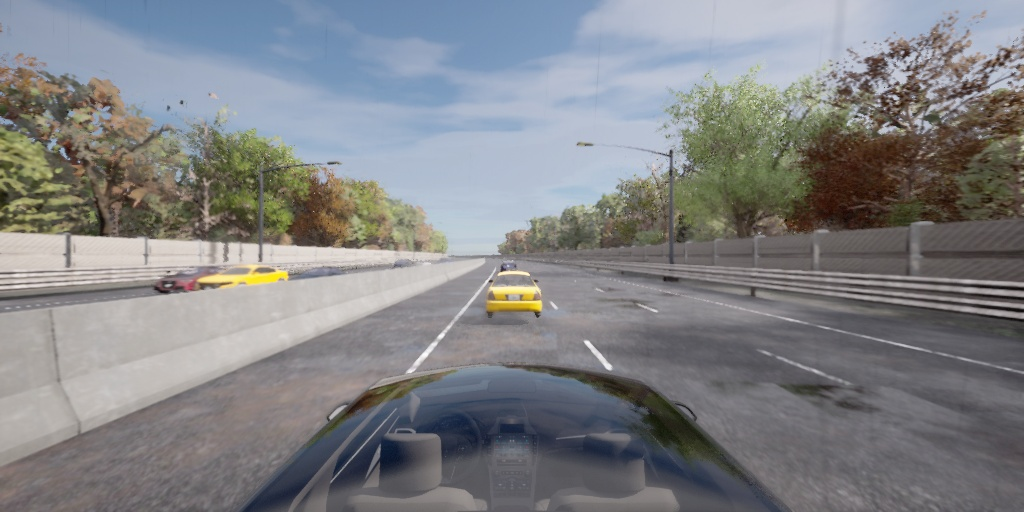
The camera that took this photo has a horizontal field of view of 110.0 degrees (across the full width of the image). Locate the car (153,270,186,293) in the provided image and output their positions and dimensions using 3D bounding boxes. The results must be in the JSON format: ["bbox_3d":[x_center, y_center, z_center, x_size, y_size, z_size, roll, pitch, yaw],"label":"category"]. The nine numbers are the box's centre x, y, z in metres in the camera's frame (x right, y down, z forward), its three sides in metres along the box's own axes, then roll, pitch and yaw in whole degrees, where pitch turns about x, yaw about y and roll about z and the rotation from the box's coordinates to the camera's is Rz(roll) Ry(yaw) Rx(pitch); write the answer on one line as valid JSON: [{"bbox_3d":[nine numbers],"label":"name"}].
[{"bbox_3d":[-17.712,1.323,20.456,1.994,1.385,4.181,0,0,-1],"label":"car"}]

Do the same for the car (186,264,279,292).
[{"bbox_3d":[-14.199,1.236,19.240,1.882,1.535,5.008,0,0,-1],"label":"car"}]

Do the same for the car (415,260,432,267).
[{"bbox_3d":[-15.042,1.368,61.022,1.895,1.301,4.718,0,0,-1],"label":"car"}]

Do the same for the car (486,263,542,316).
[{"bbox_3d":[0.051,1.210,13.238,1.801,1.575,5.366,0,0,0],"label":"car"}]

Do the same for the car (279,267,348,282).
[{"bbox_3d":[-10.710,1.322,20.246,1.994,1.385,4.181,0,0,-1],"label":"car"}]

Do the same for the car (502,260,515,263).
[{"bbox_3d":[-0.441,1.269,44.714,2.163,1.488,4.792,0,0,-1],"label":"car"}]

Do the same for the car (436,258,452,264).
[{"bbox_3d":[-11.559,1.121,61.265,2.097,1.767,4.553,0,0,-1],"label":"car"}]

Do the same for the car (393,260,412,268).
[{"bbox_3d":[-18.533,1.314,60.891,2.033,1.411,5.357,0,0,-1],"label":"car"}]
